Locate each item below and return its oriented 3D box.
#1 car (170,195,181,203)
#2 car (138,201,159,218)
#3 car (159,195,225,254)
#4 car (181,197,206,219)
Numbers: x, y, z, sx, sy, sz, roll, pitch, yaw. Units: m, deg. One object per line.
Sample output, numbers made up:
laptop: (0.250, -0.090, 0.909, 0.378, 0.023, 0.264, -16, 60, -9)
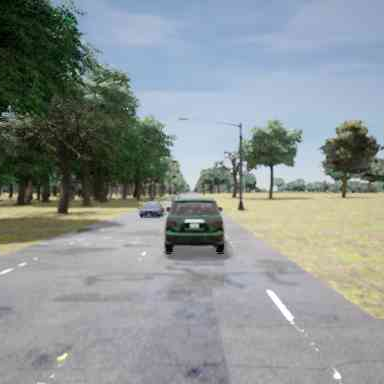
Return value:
car: (-3.478, 1.396, 70.591, 2.128, 1.511, 4.902, 0, 0, 0)
car: (-3.589, 1.531, 30.227, 2.033, 1.411, 5.357, 0, 0, 0)
car: (0.109, 1.219, 13.705, 2.150, 2.045, 5.566, 0, 0, 1)
car: (0.105, 1.335, 30.020, 2.097, 1.767, 4.553, 0, 0, 0)
